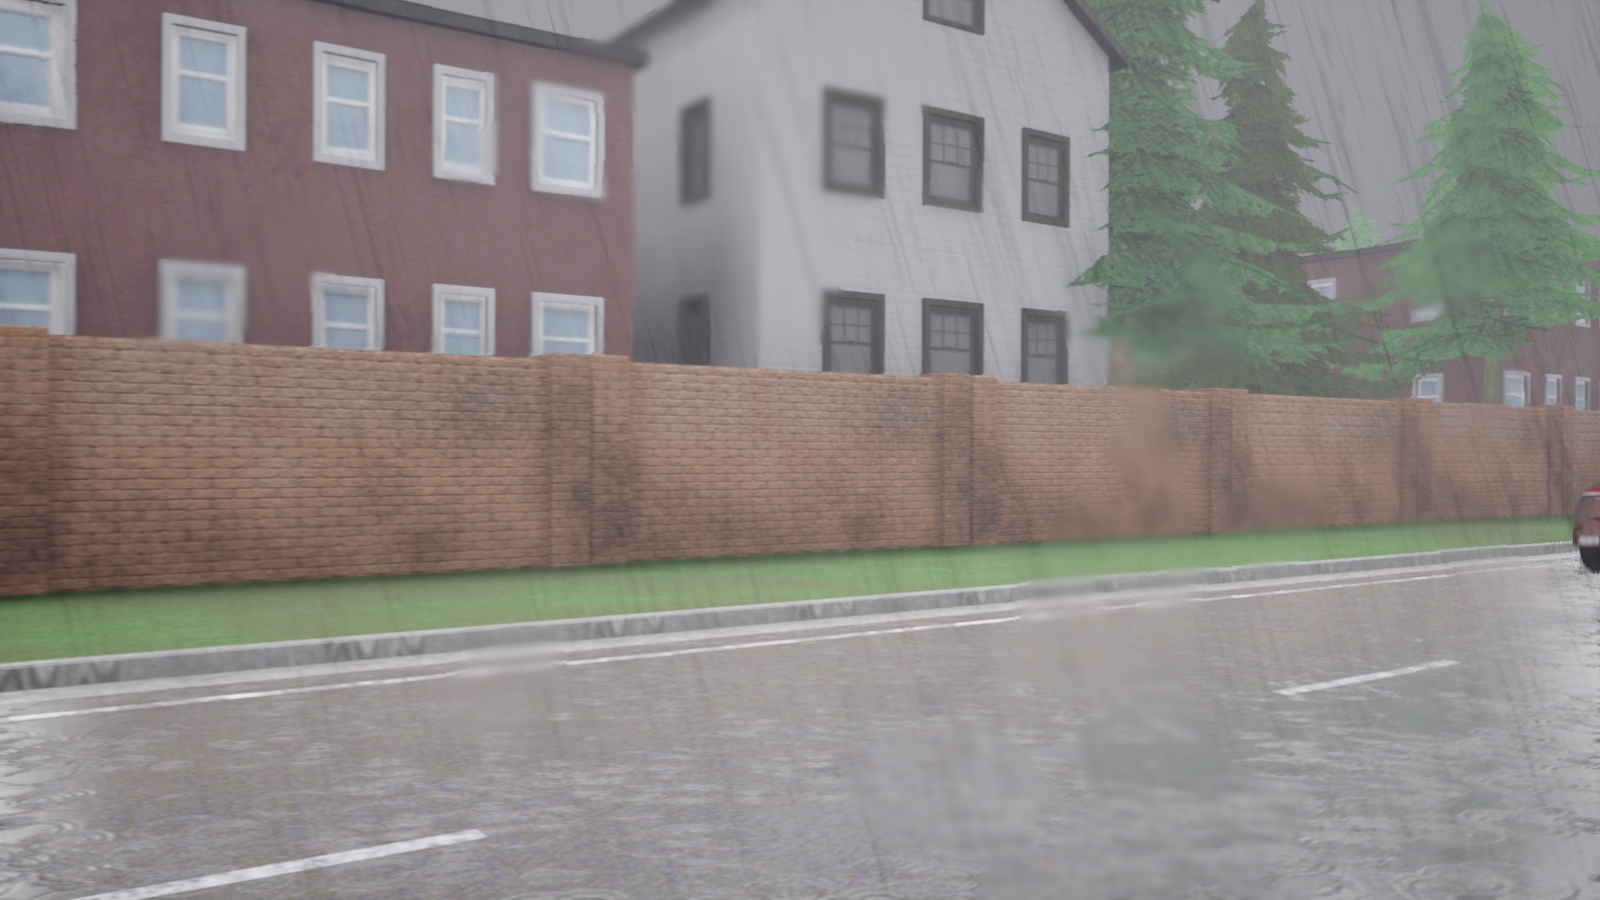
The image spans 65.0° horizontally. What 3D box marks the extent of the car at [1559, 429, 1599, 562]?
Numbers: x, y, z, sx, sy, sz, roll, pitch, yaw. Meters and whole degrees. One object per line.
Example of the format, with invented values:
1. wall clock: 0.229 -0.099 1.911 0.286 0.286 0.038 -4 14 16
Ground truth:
1. car: 12.319 0.569 16.501 5.027 1.651 2.152 0 0 -35
